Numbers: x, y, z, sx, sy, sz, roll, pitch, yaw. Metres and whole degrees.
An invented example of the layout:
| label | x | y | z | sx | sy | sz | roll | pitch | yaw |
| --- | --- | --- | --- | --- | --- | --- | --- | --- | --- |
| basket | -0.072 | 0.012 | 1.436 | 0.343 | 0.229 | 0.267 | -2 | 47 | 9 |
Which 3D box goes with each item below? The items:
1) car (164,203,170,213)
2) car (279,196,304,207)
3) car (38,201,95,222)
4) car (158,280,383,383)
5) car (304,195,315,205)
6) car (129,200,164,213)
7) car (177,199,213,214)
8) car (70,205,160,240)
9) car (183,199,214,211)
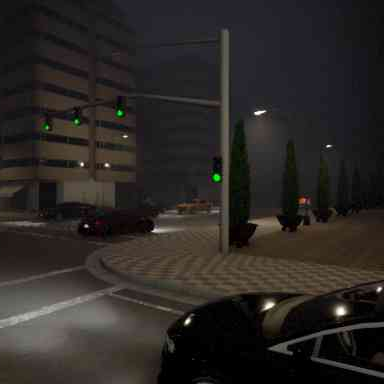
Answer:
| label | x | y | z | sx | sy | sz | roll | pitch | yaw |
| --- | --- | --- | --- | --- | --- | --- | --- | --- | --- |
| car | -4.538 | 1.603 | 35.443 | 2.033 | 1.411 | 5.357 | 0 | 0 | 35 |
| car | 14.608 | 1.547 | 50.057 | 2.128 | 1.511 | 4.902 | 0 | 0 | 35 |
| car | -10.160 | 1.560 | 27.487 | 1.837 | 1.490 | 4.892 | 0 | 0 | 35 |
| car | 1.895 | 1.492 | 2.622 | 4.902 | 1.511 | 2.128 | 0 | 0 | 36 |
| car | 20.296 | 1.407 | 58.482 | 2.097 | 1.767 | 4.553 | 0 | 0 | 32 |
| car | -4.784 | 1.619 | 29.030 | 1.994 | 1.385 | 4.181 | 0 | 0 | 35 |
| car | 0.368 | 1.533 | 36.316 | 1.882 | 1.535 | 5.008 | 0 | 0 | 35 |
| car | -3.952 | 1.622 | 17.733 | 1.994 | 1.385 | 4.181 | 0 | 0 | 35 |
| car | 0.916 | 1.619 | 43.131 | 1.994 | 1.385 | 4.181 | 0 | 0 | 36 |
